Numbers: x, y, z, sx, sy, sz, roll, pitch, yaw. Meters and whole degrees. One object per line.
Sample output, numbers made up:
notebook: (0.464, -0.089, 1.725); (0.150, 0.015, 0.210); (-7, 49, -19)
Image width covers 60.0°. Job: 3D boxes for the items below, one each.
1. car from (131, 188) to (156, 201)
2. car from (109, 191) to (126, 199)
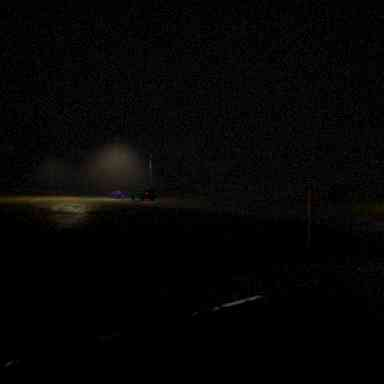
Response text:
car: (-7.855, 0.412, 53.643); (2.150, 2.045, 5.566); (1, 0, -35)
car: (-13.873, 0.516, 62.115); (1.812, 1.442, 4.674); (1, 1, -35)
